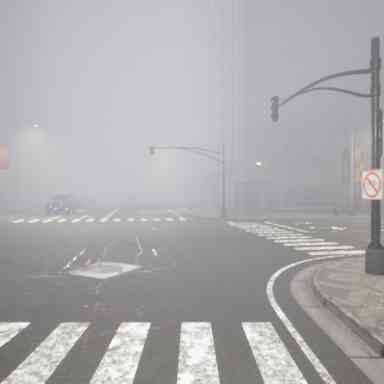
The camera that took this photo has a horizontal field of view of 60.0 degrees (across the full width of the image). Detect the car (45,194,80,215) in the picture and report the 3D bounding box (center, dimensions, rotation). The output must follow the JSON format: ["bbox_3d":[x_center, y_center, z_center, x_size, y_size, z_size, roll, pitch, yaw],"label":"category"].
[{"bbox_3d":[-13.322,1.224,34.125,2.150,2.045,5.566,0,0,-10],"label":"car"}]

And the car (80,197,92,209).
[{"bbox_3d":[-14.933,1.571,43.984,1.994,1.385,4.181,0,0,-10],"label":"car"}]

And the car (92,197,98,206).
[{"bbox_3d":[-16.543,1.491,54.016,1.882,1.535,5.008,0,0,-9],"label":"car"}]

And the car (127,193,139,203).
[{"bbox_3d":[-12.646,1.263,71.131,2.150,2.045,5.566,0,0,-9],"label":"car"}]
